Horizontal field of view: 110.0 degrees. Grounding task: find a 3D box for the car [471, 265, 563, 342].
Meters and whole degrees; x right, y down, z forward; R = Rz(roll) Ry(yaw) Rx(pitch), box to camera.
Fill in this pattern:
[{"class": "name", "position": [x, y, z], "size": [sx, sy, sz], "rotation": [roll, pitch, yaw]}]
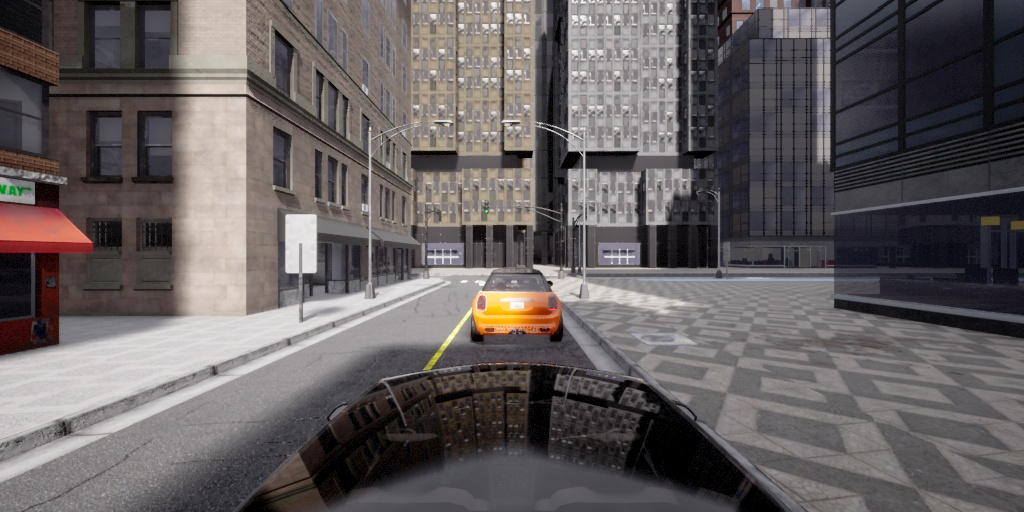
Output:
[{"class": "car", "position": [0.104, 1.102, 9.967], "size": [2.097, 1.767, 4.553], "rotation": [0, 0, 0]}]
